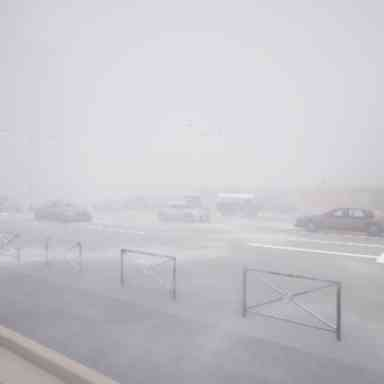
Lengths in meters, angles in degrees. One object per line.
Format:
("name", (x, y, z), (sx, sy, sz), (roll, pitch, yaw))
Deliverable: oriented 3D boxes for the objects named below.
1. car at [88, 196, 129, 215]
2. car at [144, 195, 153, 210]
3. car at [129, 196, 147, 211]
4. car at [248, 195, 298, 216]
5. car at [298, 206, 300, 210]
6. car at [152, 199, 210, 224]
("car", (-9.477, 1.515, 37.794), (3.806, 1.475, 1.970), (0, 0, 36))
("car", (-6.246, 1.313, 42.344), (4.605, 1.855, 1.932), (0, 0, 36))
("car", (-7.779, 1.504, 40.139), (3.905, 1.438, 1.784), (0, 0, 36))
("car", (9.210, 1.383, 38.013), (4.605, 1.855, 1.932), (0, 0, 36))
("car", (10.959, 1.614, 40.322), (3.905, 1.438, 1.784), (0, 0, 36))
("car", (-0.621, 1.505, 24.269), (3.806, 1.475, 1.970), (0, 0, 36))
